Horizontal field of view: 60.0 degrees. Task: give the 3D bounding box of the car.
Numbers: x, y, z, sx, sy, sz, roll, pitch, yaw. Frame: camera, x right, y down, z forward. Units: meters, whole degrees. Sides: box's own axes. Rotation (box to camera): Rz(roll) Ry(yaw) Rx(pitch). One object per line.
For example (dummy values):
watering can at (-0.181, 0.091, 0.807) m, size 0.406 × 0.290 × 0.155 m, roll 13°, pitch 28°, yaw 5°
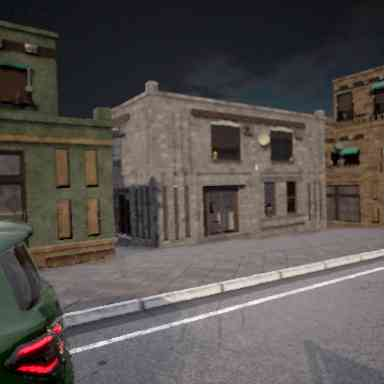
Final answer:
car at (-3.448, 1.223, 1.464) m, size 5.566 × 2.045 × 2.150 m, roll 0°, pitch 0°, yaw -35°
